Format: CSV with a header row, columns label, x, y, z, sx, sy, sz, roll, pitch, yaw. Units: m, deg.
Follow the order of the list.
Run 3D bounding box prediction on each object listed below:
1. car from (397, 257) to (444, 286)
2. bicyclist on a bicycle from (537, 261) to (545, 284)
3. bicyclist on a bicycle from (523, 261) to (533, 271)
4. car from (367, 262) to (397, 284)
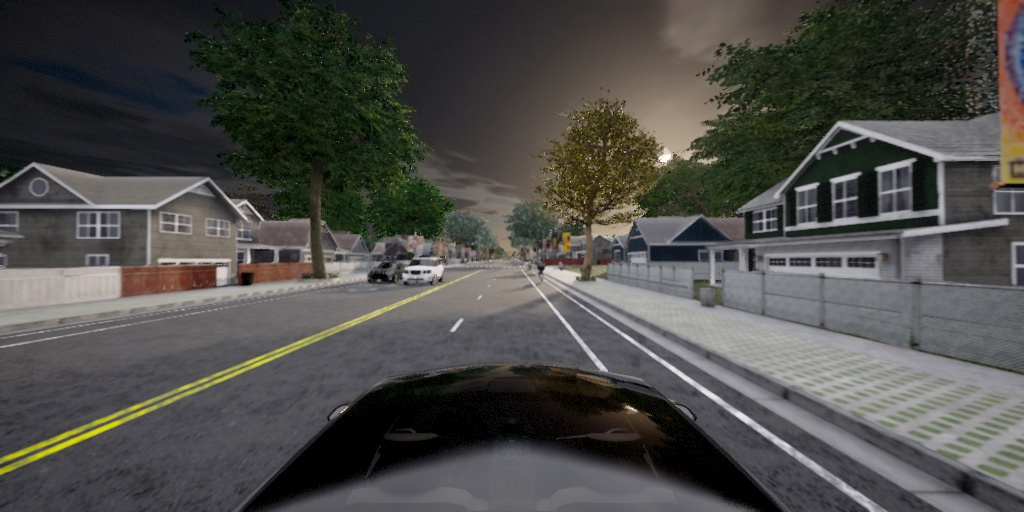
label,x,y,z,sx,sy,sz,roll,pitch,yaw
car,-6.589,1.104,27.211,2.150,2.045,5.566,0,0,0
bicyclist on a bicycle,2.252,1.277,27.904,0.659,1.776,1.843,0,3,0
bicyclist on a bicycle,2.673,1.502,52.650,0.866,1.612,1.509,10,5,26
car,-9.836,1.243,28.740,2.097,1.767,4.553,0,0,0
